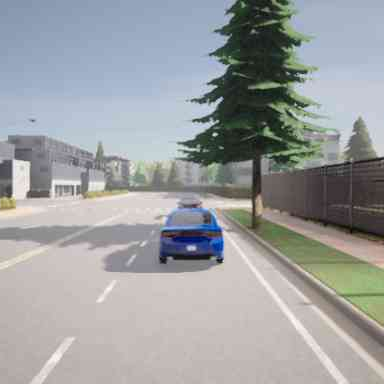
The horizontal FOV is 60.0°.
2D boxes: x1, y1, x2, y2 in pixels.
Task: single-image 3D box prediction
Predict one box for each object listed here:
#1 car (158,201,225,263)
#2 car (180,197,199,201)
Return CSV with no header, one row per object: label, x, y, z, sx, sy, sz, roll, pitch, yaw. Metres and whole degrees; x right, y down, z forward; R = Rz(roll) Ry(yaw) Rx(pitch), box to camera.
car,-0.026,1.276,11.232,1.882,1.535,5.008,0,1,0
car,-0.150,1.097,24.083,1.812,1.442,4.674,0,1,-1
